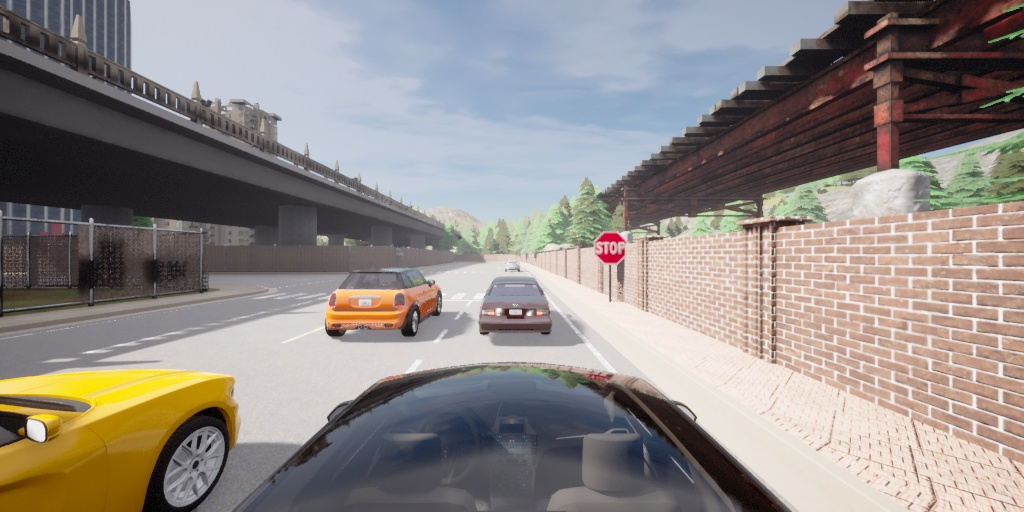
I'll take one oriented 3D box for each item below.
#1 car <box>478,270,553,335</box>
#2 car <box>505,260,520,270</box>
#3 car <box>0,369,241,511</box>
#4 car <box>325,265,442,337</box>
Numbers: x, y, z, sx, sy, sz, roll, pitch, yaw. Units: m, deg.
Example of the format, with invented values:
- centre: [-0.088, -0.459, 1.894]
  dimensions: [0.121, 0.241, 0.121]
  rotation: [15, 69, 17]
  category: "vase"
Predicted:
- centre: [0.077, 1.297, 10.494]
  dimensions: [2.033, 1.411, 5.357]
  rotation: [0, 0, 0]
  category: "car"
- centre: [0.059, 1.276, 46.357]
  dimensions: [1.812, 1.442, 4.674]
  rotation: [0, 0, -1]
  category: "car"
- centre: [-3.398, 1.228, 1.213]
  dimensions: [1.882, 1.535, 5.008]
  rotation: [0, 0, 0]
  category: "car"
- centre: [-3.425, 1.102, 10.471]
  dimensions: [2.097, 1.767, 4.553]
  rotation: [0, 0, 0]
  category: "car"
